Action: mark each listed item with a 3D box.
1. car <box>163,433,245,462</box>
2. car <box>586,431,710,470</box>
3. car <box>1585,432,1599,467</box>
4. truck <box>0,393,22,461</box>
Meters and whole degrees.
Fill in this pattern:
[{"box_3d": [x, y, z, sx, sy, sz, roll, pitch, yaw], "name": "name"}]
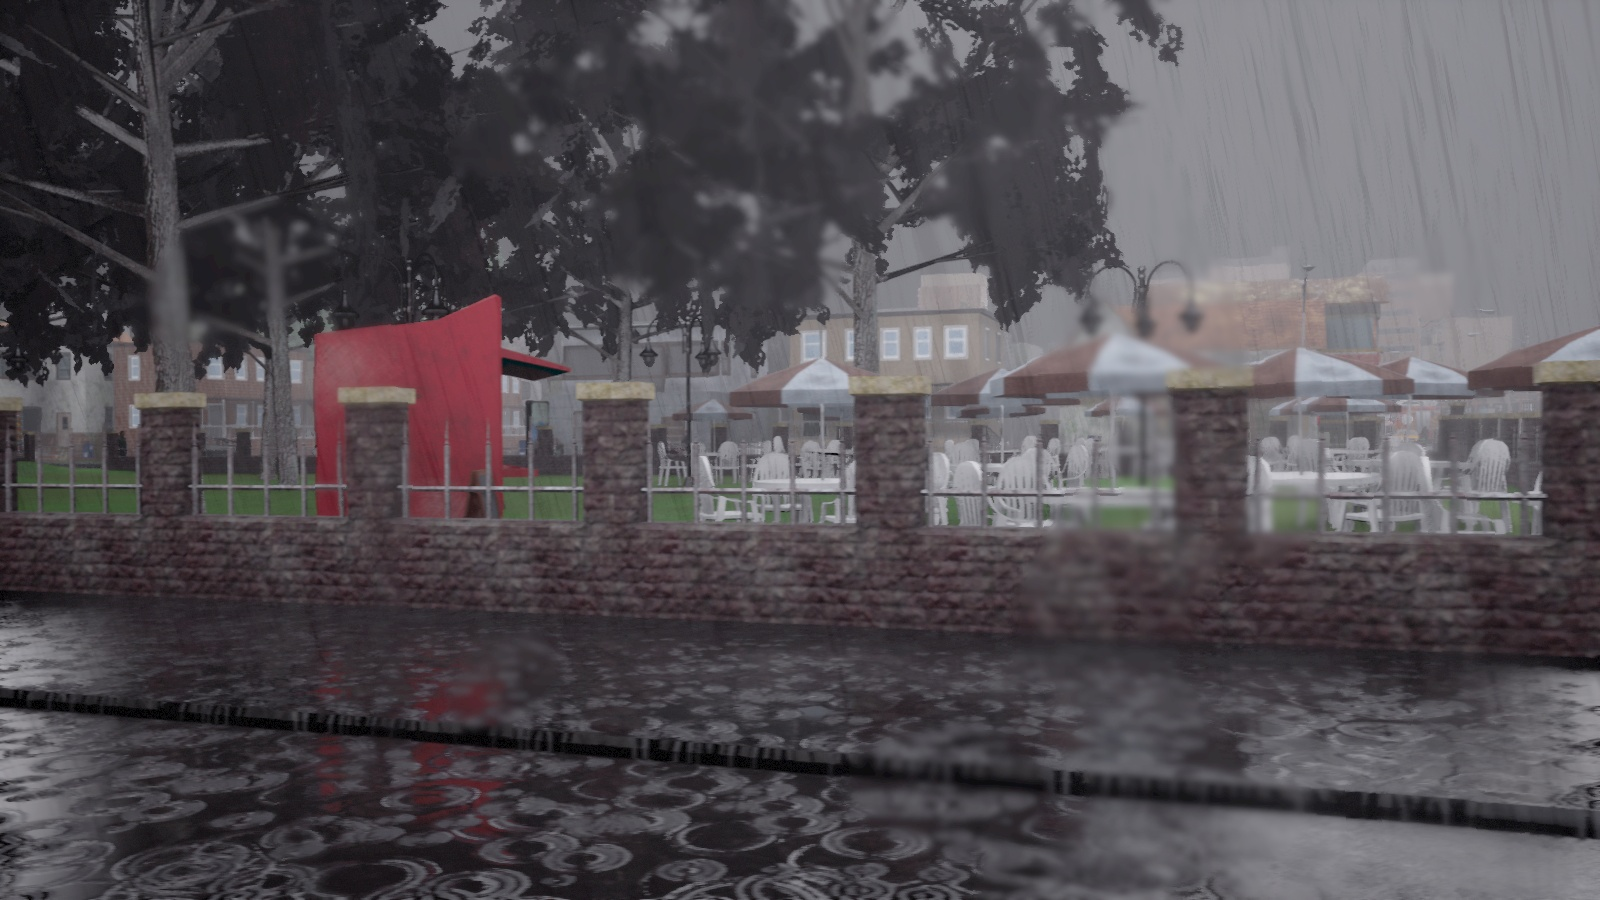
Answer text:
[{"box_3d": [-33.195, -0.158, 69.990, 1.789, 1.549, 3.705, 1, 1, 37], "name": "car"}, {"box_3d": [-6.507, -0.003, 53.669, 4.856, 1.649, 2.033, 0, 1, 19], "name": "car"}, {"box_3d": [36.025, 0.007, 54.812, 1.837, 1.490, 4.892, 0, 1, 18], "name": "car"}, {"box_3d": [-49.302, -1.315, 72.313, 8.468, 3.827, 2.891, 0, 1, 19], "name": "truck"}]
